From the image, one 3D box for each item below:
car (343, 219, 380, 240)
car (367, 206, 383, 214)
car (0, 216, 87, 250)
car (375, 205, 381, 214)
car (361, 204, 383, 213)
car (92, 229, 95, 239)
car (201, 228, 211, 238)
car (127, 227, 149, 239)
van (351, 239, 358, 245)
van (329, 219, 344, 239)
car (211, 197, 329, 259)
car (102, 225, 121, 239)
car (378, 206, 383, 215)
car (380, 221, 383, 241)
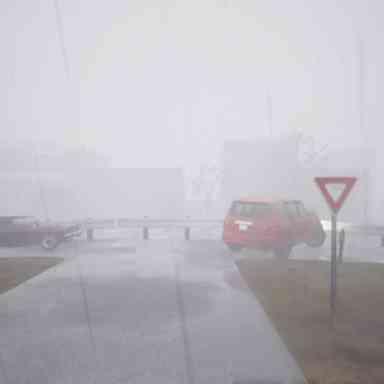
[{"bbox_3d":[17.440,4.172,37.122,2.435,2.045,5.566,0,0,-18],"label":"car"},{"bbox_3d":[41.220,3.996,73.220,4.674,1.452,2.002,-1,0,-17],"label":"car"},{"bbox_3d":[-7.067,1.655,13.852,4.718,1.301,1.895,-2,1,2],"label":"car"},{"bbox_3d":[41.022,3.868,70.216,4.553,1.767,2.185,-1,0,-17],"label":"car"},{"bbox_3d":[41.419,3.793,76.220,4.553,1.767,2.185,-1,1,-17],"label":"car"},{"bbox_3d":[-12.148,4.420,37.967,2.097,1.535,5.008,0,0,-19],"label":"car"},{"bbox_3d":[2.628,4.298,37.586,2.185,1.767,4.553,0,0,-18],"label":"car"},{"bbox_3d":[-6.221,4.451,37.779,2.163,1.488,4.792,0,0,-18],"label":"car"},{"bbox_3d":[10.716,4.420,20.267,1.878,1.987,4.442,0,2,-18],"label":"van"},{"bbox_3d":[14.427,4.198,37.338,1.878,1.987,4.442,0,0,-18],"label":"van"},{"bbox_3d":[3.337,1.241,13.115,2.150,2.045,5.566,3,2,38],"label":"car"},{"bbox_3d":[-9.261,4.418,38.057,1.946,1.575,5.366,0,0,-18],"label":"car"},{"bbox_3d":[40.900,4.031,67.217,5.008,1.535,2.097,-1,1,-17],"label":"car"},{"bbox_3d":[20.398,4.172,37.039,2.435,2.045,5.566,0,0,-18],"label":"car"}]
